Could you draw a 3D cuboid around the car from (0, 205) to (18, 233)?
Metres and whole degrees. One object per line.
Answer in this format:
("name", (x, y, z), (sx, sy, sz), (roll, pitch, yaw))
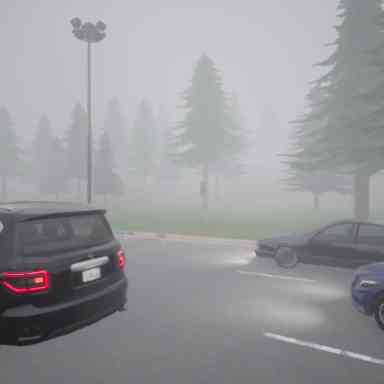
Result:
("car", (-12.432, 1.443, 18.736), (5.357, 1.411, 2.033), (0, 0, 29))

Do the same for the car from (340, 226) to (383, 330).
("car", (4.886, 1.485, 4.814), (4.674, 1.442, 1.812), (0, 0, 36))

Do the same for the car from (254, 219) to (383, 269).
("car", (4.542, 1.478, 9.302), (5.357, 1.411, 2.033), (0, 0, 32))

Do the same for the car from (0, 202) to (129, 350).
("car", (-3.676, 1.190, 5.839), (5.566, 2.045, 2.150), (0, 1, 30))
